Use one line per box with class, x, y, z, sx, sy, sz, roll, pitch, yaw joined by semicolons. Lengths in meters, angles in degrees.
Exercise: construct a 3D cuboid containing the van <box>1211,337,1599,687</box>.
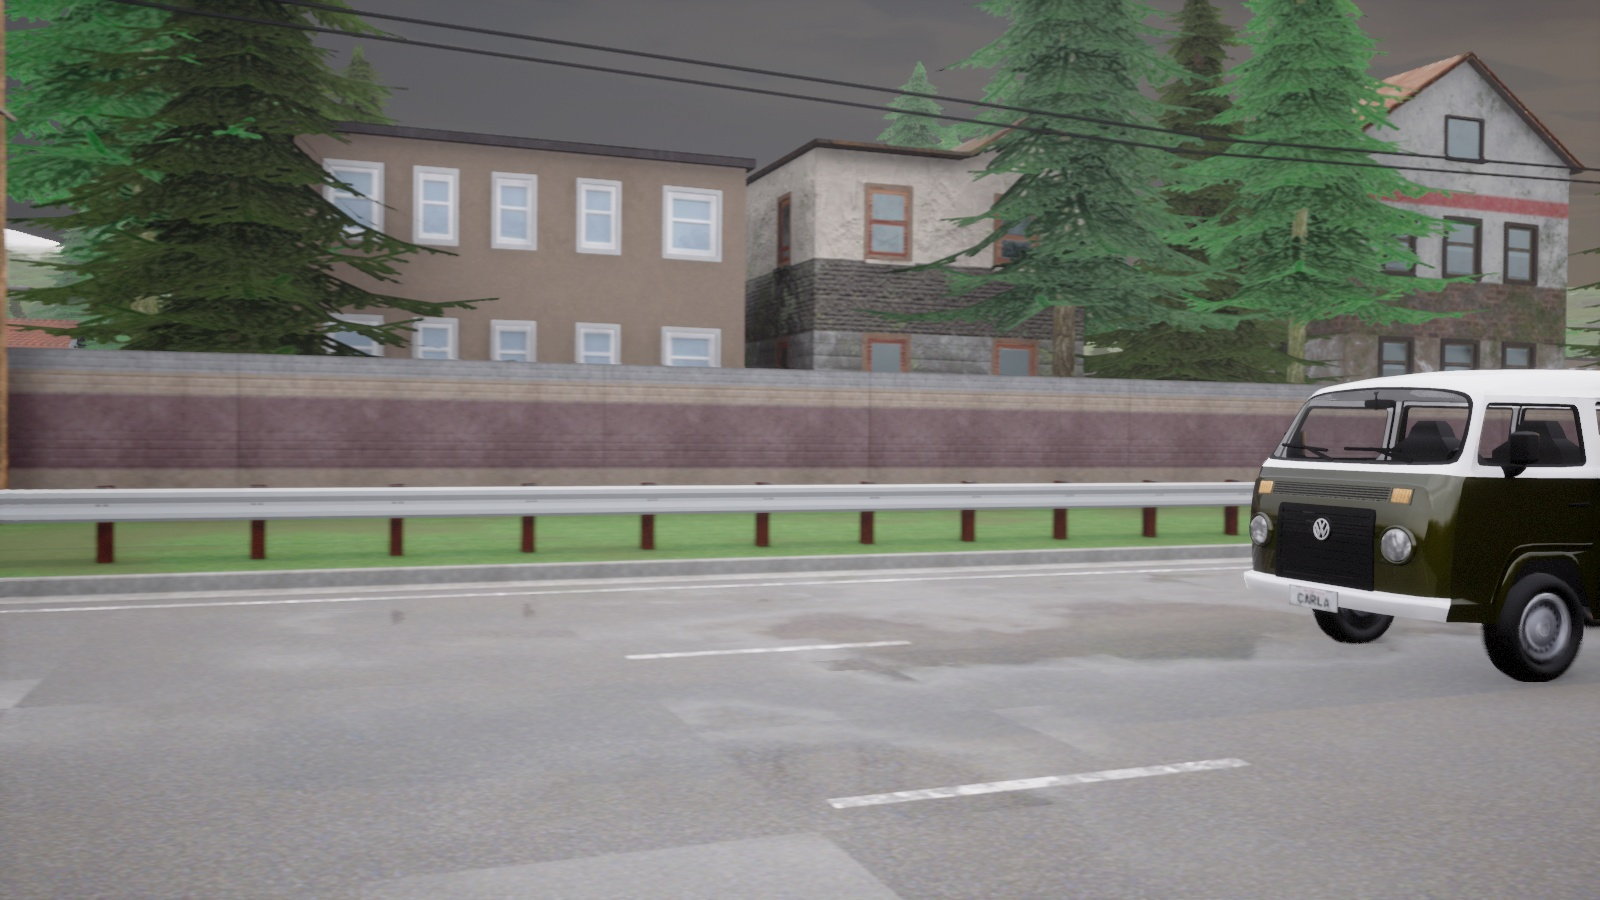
van;5.490;0.315;9.063;4.480;2.038;2.069;-1;1;-21
